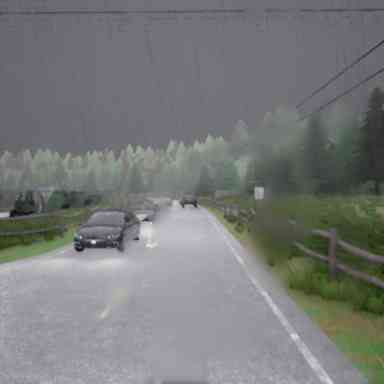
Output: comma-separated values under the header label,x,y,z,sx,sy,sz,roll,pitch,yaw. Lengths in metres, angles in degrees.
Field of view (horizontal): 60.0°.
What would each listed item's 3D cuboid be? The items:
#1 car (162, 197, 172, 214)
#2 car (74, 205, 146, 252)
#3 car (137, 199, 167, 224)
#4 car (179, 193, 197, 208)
label,x,y,z,sx,sy,sz,roll,pitch,yaw
car,-3.373,1.537,35.198,1.812,1.442,4.674,0,0,-1
car,-3.395,1.510,14.080,1.837,1.490,4.892,0,0,1
car,-3.315,1.500,24.432,2.128,1.511,4.902,0,0,0
car,-0.448,1.232,48.807,2.150,2.045,5.566,0,0,-3
